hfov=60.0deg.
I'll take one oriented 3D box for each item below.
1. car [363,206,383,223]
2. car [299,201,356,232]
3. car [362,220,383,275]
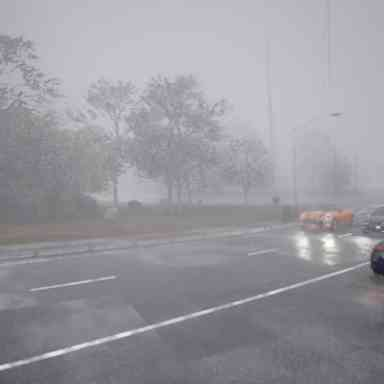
[{"bbox_3d":[11.117,1.537,18.609,1.837,1.490,4.892,-1,0,44],"label":"car"},{"bbox_3d":[8.598,1.422,21.052,2.097,1.767,4.553,-1,0,44],"label":"car"},{"bbox_3d":[6.804,1.602,9.496,4.181,1.385,1.994,0,0,-41],"label":"car"}]
